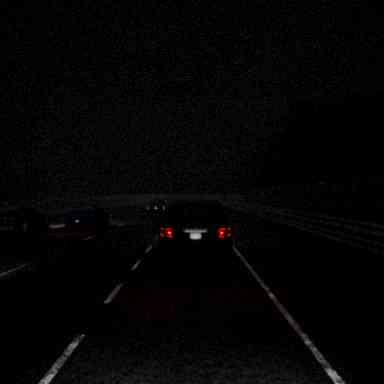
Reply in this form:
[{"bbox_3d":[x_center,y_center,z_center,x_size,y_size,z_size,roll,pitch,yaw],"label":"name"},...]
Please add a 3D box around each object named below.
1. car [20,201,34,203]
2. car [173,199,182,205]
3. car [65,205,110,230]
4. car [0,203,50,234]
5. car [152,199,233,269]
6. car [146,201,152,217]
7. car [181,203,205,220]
[{"bbox_3d":[-24.523,2.035,49.162,1.994,1.385,4.181,0,-1,0],"label":"car"},{"bbox_3d":[-3.528,2.402,80.414,1.994,1.385,4.181,0,-1,0],"label":"car"},{"bbox_3d":[-6.908,1.633,22.492,1.882,1.535,5.008,0,-1,0],"label":"car"},{"bbox_3d":[-10.407,1.637,20.305,1.837,1.490,4.892,0,-1,0],"label":"car"},{"bbox_3d":[0.095,1.275,11.464,2.150,2.045,5.566,0,0,0],"label":"car"},{"bbox_3d":[-3.512,1.648,34.647,2.097,1.767,4.553,0,-1,0],"label":"car"},{"bbox_3d":[0.088,1.810,31.752,2.033,1.411,5.357,0,-1,0],"label":"car"}]
